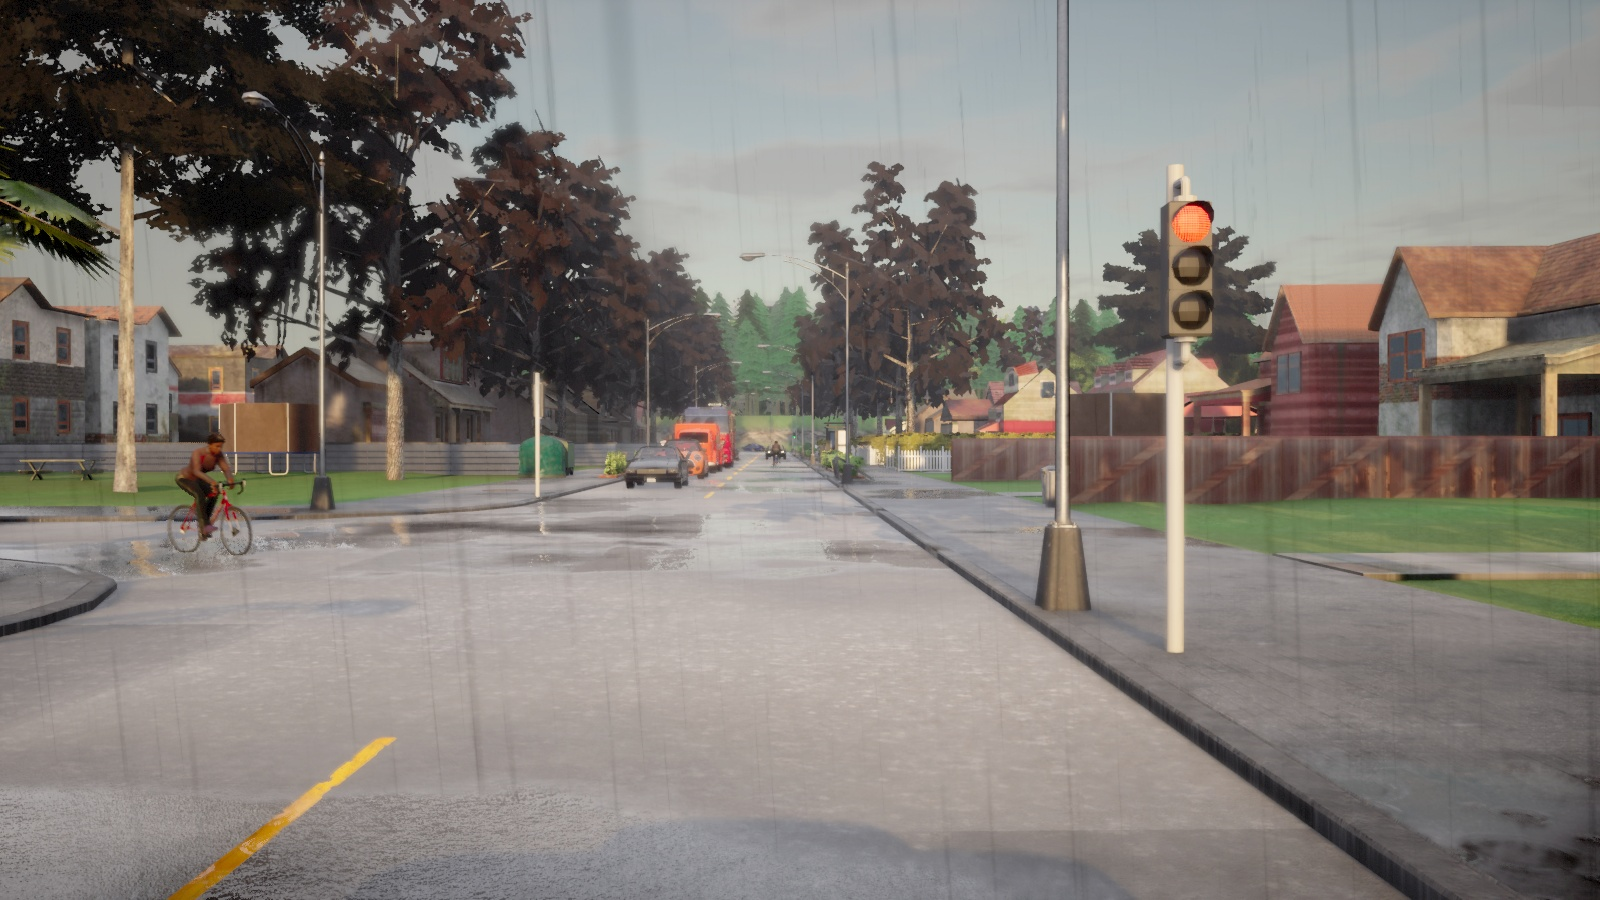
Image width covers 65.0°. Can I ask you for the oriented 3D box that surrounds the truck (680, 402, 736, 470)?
[{"bbox_3d":[-5.423,-0.848,74.968,2.891,3.827,8.468,0,1,-1],"label":"truck"}]

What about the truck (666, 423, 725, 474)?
[{"bbox_3d":[-5.189,-0.099,63.074,2.627,2.467,5.204,0,0,-1],"label":"truck"}]

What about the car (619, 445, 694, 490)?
[{"bbox_3d":[-4.789,0.549,42.690,2.033,1.411,5.357,0,0,-1],"label":"car"}]

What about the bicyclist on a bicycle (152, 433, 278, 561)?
[{"bbox_3d":[-7.831,0.598,16.794,1.656,1.620,0.582,1,2,26],"label":"bicyclist on a bicycle"}]

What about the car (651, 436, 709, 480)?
[{"bbox_3d":[-4.985,0.303,52.843,2.097,1.767,4.553,0,0,-1],"label":"car"}]
